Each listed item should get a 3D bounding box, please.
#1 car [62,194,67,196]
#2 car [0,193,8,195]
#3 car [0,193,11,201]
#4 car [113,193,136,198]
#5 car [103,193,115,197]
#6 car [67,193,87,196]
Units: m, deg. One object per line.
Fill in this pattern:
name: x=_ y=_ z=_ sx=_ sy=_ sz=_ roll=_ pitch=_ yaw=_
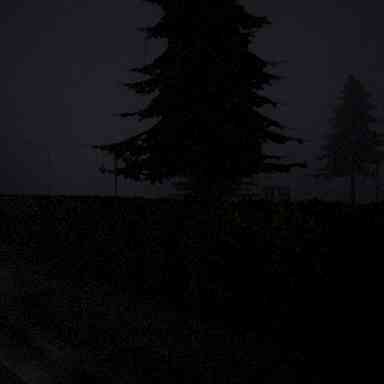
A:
car: x=-31.928 y=1.232 z=85.953 sx=3.806 sy=1.475 sz=1.970 roll=0 pitch=0 yaw=-45
car: x=-23.730 y=1.330 z=41.297 sx=5.027 sy=1.636 sz=2.152 roll=0 pitch=0 yaw=-45
car: x=-41.785 y=1.097 z=71.648 sx=4.605 sy=1.855 sz=1.932 roll=0 pitch=0 yaw=-45
car: x=-10.326 y=1.384 z=54.287 sx=3.806 sy=1.475 sz=1.970 roll=0 pitch=0 yaw=-45
car: x=-15.887 y=1.097 z=70.708 sx=4.605 sy=1.855 sz=1.932 roll=0 pitch=0 yaw=-45
car: x=-27.195 y=1.154 z=81.607 sx=5.027 sy=1.636 sz=2.152 roll=0 pitch=0 yaw=-45
